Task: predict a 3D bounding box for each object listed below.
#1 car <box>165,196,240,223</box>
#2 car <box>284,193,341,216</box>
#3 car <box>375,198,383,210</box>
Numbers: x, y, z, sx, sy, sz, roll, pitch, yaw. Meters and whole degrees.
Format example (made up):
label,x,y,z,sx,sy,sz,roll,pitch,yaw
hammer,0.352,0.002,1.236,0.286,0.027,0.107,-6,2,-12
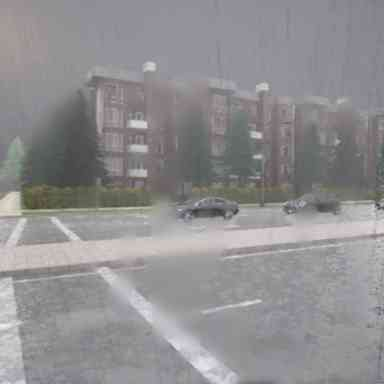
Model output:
label,x,y,z,sx,sy,sz,roll,pitch,yaw
car,0.718,1.037,21.189,4.902,1.511,2.128,0,1,-28
car,9.290,0.852,25.703,4.553,1.767,2.097,0,1,-28
car,19.145,0.941,30.892,4.902,1.511,2.128,0,1,-28
